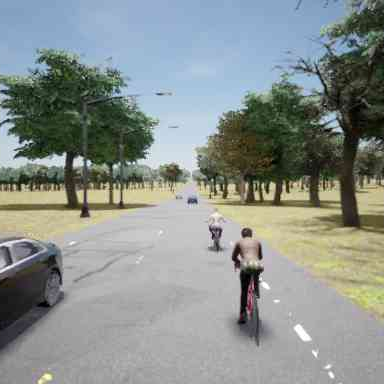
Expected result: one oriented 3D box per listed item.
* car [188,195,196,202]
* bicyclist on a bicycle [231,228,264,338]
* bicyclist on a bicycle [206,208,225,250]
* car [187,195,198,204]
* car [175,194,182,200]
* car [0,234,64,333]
[{"bbox_3d":[-0.005,1.400,75.772,1.882,1.535,5.008,0,0,0],"label":"car"},{"bbox_3d":[0.962,1.449,5.678,0.582,1.620,1.656,0,0,0],"label":"bicyclist on a bicycle"},{"bbox_3d":[0.955,1.429,13.235,0.866,1.612,1.509,0,0,0],"label":"bicyclist on a bicycle"},{"bbox_3d":[0.096,1.449,64.612,1.882,1.535,5.008,0,0,0],"label":"car"},{"bbox_3d":[-3.506,1.364,88.145,2.128,1.511,4.902,0,0,0],"label":"car"},{"bbox_3d":[-3.601,1.488,5.088,2.128,1.511,4.902,0,0,0],"label":"car"}]
